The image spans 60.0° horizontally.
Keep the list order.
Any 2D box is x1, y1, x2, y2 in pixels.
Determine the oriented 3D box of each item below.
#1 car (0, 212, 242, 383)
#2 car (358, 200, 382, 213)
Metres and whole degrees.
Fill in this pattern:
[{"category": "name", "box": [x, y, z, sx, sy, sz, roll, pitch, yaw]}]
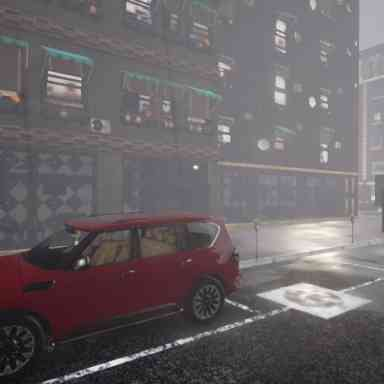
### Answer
[{"category": "car", "box": [-1.383, 1.316, 5.569, 5.009, 1.841, 2.192, 0, 1, -36]}, {"category": "car", "box": [20.139, 1.536, 37.349, 1.887, 1.381, 4.507, 1, 0, -36]}]
